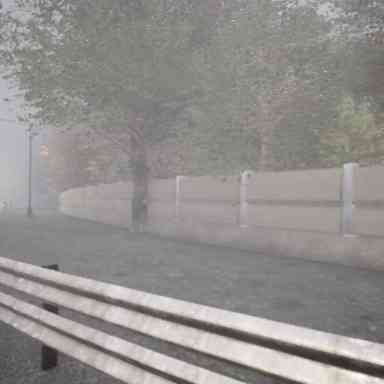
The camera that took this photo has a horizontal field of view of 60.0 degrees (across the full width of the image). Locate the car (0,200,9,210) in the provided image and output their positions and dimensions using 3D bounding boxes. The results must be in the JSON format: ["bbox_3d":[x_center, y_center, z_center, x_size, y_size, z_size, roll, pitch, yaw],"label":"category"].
[{"bbox_3d":[-33.432,2.316,57.540,1.882,1.535,5.008,1,-1,-24],"label":"car"}]

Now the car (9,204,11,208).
[{"bbox_3d":[-37.667,2.399,66.945,1.882,1.535,5.008,1,-2,-24],"label":"car"}]
